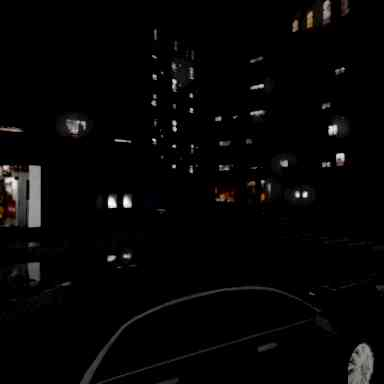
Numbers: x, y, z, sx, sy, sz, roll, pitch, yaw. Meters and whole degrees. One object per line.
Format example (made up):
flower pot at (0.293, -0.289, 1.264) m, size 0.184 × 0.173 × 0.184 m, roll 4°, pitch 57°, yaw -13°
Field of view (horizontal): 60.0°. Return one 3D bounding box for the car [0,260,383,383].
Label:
car at (0.087, 1.503, 3.448) m, size 4.892 × 1.490 × 1.837 m, roll 0°, pitch 0°, yaw -35°

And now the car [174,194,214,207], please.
car at (0.202, 1.022, 39.342) m, size 4.403 × 1.369 × 2.008 m, roll 1°, pitch 0°, yaw 37°

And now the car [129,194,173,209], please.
car at (-4.402, 0.964, 35.545) m, size 4.674 × 1.442 × 1.812 m, roll 1°, pitch 1°, yaw 37°

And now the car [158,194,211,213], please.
car at (-0.449, 1.124, 29.344) m, size 4.403 × 1.369 × 2.008 m, roll 1°, pitch 0°, yaw 37°

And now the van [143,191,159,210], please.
van at (-4.858, 0.805, 32.668) m, size 3.998 × 1.788 × 1.690 m, roll 1°, pitch 0°, yaw 37°

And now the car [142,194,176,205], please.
car at (-4.213, 0.944, 42.665) m, size 4.206 × 1.307 × 1.802 m, roll 1°, pitch 0°, yaw 37°
